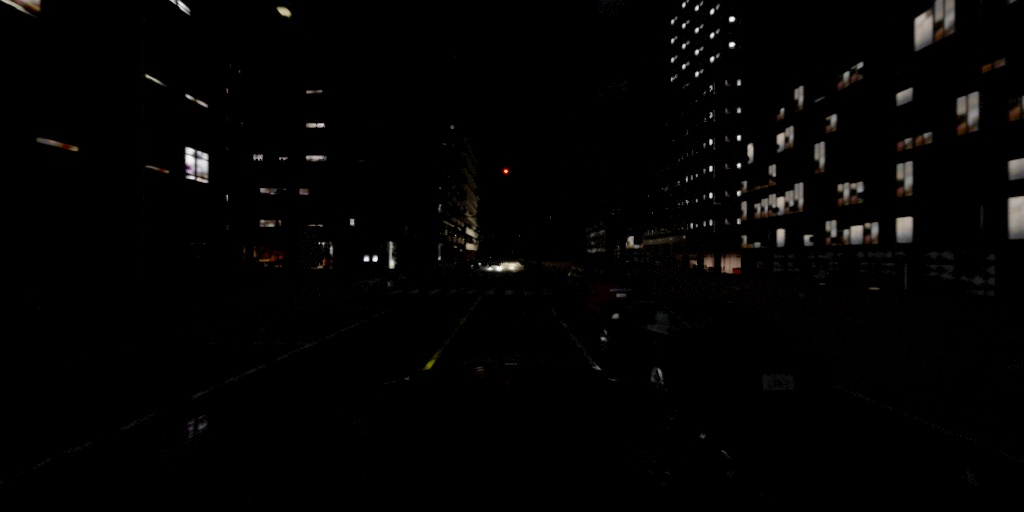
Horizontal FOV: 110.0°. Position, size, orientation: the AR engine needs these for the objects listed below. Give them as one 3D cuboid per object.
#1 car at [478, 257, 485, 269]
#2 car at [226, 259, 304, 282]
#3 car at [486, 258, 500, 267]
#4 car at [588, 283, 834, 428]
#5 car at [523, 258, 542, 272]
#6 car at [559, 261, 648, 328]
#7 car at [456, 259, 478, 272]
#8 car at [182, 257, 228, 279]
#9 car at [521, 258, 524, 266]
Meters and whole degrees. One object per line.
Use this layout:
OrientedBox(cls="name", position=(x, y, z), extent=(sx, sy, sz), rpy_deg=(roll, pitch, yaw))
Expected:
OrientedBox(cls="car", position=(-5.695, 1.234, 54.680), extent=(2.007, 1.370, 4.403), rpy_deg=(0, 0, 0))
OrientedBox(cls="car", position=(-16.438, 1.054, 24.197), extent=(4.403, 1.370, 2.007), rpy_deg=(0, 0, -1))
OrientedBox(cls="car", position=(-3.005, 1.279, 61.673), extent=(1.895, 1.301, 4.718), rpy_deg=(0, 0, 0))
OrientedBox(cls="car", position=(2.690, 1.309, 5.704), extent=(1.948, 1.339, 4.313), rpy_deg=(0, 0, 0))
OrientedBox(cls="car", position=(2.686, 1.236, 43.614), extent=(1.888, 1.381, 4.507), rpy_deg=(0, 0, 0))
OrientedBox(cls="car", position=(2.690, 1.049, 11.227), extent=(2.192, 1.841, 5.009), rpy_deg=(0, 0, 0))
OrientedBox(cls="car", position=(-5.694, 1.242, 43.614), extent=(2.007, 1.370, 4.403), rpy_deg=(0, 0, 0))
OrientedBox(cls="car", position=(-21.835, 0.952, 24.141), extent=(4.829, 1.417, 1.751), rpy_deg=(0, 0, -1))
OrientedBox(cls="car", position=(2.685, 1.208, 54.850), extent=(1.751, 1.417, 4.829), rpy_deg=(0, 0, 0))
